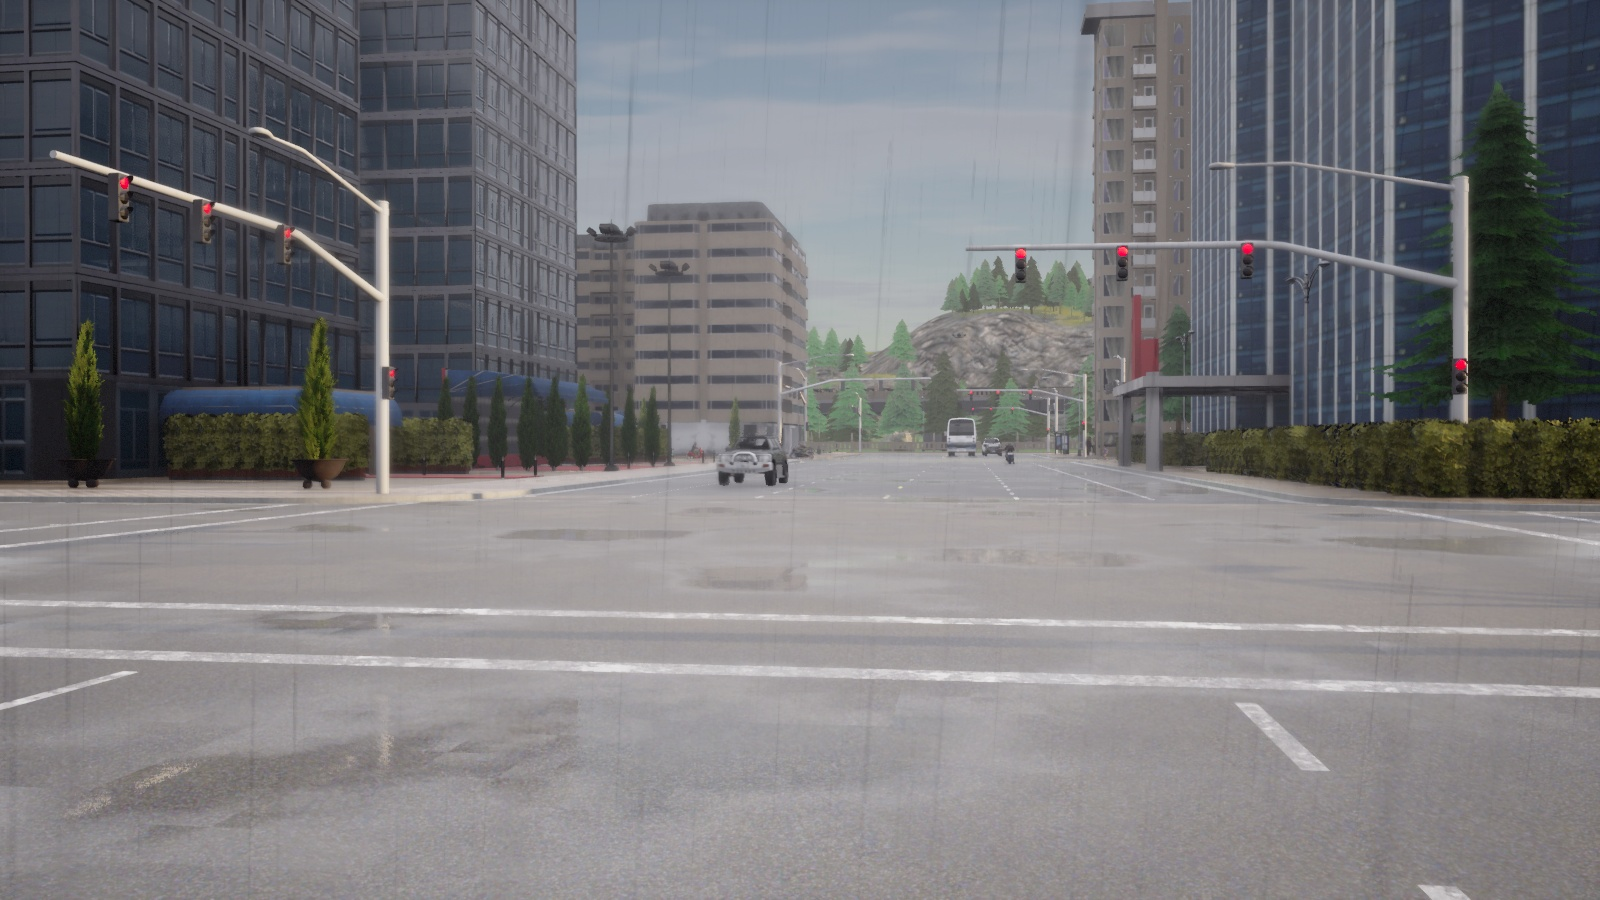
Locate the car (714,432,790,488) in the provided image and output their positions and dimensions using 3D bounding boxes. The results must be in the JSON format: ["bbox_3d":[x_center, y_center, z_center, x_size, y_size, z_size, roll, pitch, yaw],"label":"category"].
[{"bbox_3d":[-1.624,0.312,44.305,1.932,1.855,4.605,0,0,7],"label":"car"}]
